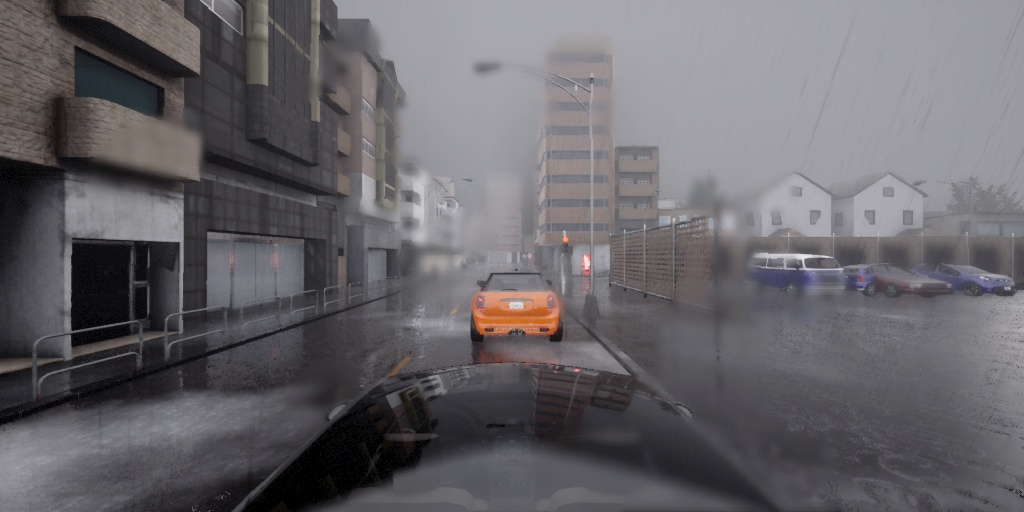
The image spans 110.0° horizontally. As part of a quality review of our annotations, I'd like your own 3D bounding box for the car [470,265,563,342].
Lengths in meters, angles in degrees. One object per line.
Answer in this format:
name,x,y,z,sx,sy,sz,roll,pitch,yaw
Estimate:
car,0.101,1.102,9.965,2.097,1.767,4.553,0,0,0
